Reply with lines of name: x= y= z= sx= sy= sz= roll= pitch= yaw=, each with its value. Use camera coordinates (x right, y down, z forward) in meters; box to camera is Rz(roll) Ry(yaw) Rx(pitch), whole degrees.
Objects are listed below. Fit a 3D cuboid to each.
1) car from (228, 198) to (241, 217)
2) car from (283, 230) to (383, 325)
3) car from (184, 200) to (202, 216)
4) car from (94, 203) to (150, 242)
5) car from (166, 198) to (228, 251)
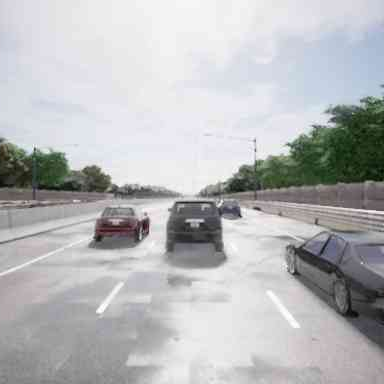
car: x=3.602 y=1.515 z=33.341 sx=2.097 sy=1.767 sz=4.553 roll=0 pitch=0 yaw=0
car: x=3.601 y=1.566 z=7.391 sx=2.033 sy=1.411 sz=5.357 roll=0 pitch=0 yaw=0
car: x=0.102 y=1.665 z=36.424 sx=1.882 sy=1.535 sz=5.008 roll=0 pitch=-1 yaw=0
car: x=-3.398 y=1.420 z=17.008 sx=2.097 sy=1.767 sz=4.553 roll=0 pitch=0 yaw=0
car: x=0.101 y=1.276 z=14.477 sx=2.150 sy=2.045 sz=5.566 roll=0 pitch=0 yaw=0
